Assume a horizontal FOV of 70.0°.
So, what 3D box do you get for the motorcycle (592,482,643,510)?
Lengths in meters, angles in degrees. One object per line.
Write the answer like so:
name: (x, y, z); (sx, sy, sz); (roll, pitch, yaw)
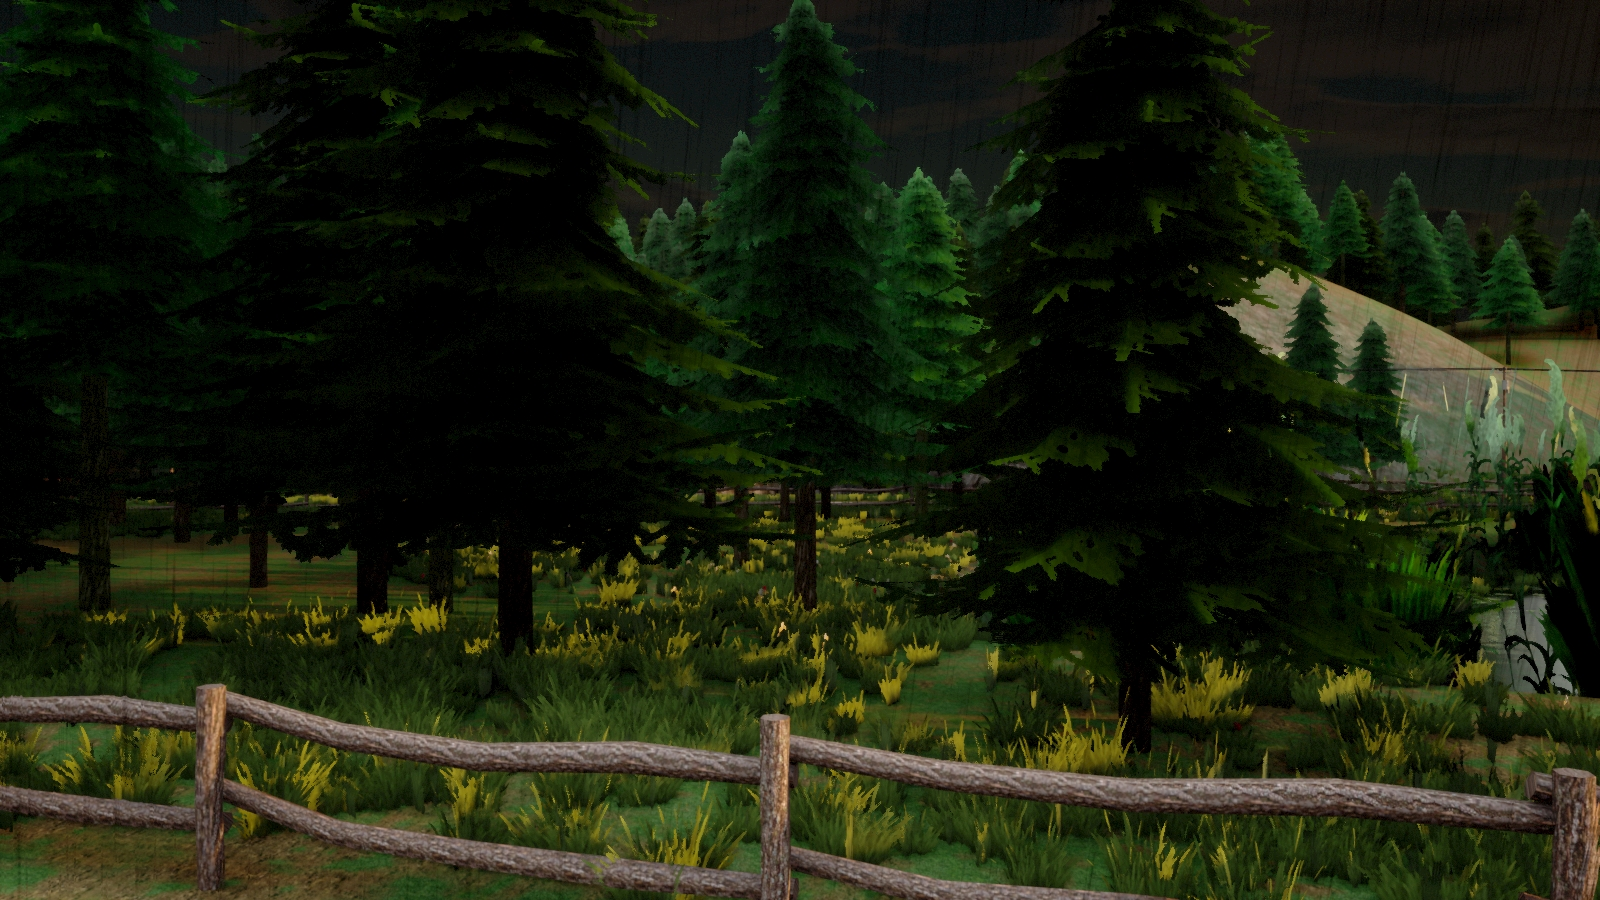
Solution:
motorcycle: (-8.639, 2.178, 54.113); (2.209, 1.251, 0.867); (0, 0, 14)
